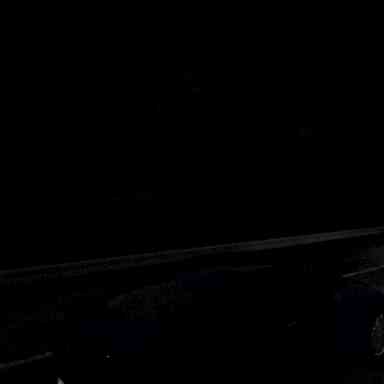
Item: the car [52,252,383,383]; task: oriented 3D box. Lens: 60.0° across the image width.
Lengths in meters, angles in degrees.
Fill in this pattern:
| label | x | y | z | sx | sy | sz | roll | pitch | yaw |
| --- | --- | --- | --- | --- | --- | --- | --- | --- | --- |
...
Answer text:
| label | x | y | z | sx | sy | sz | roll | pitch | yaw |
| --- | --- | --- | --- | --- | --- | --- | --- | --- | --- |
| car | 0.735 | 1.534 | 4.271 | 4.674 | 1.442 | 1.812 | 0 | 0 | -36 |
